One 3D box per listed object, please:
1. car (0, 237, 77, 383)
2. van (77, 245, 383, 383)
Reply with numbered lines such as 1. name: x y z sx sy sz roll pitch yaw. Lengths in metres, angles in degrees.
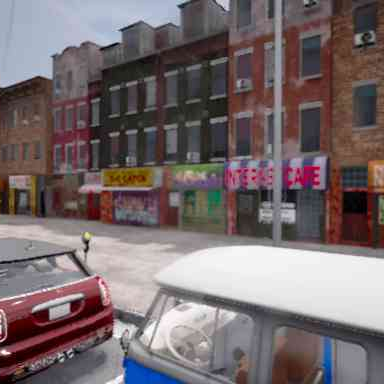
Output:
1. car: -3.133 1.418 5.039 4.097 1.590 1.967 0 0 35
2. van: 1.326 1.342 1.861 3.998 1.788 1.690 0 0 35
